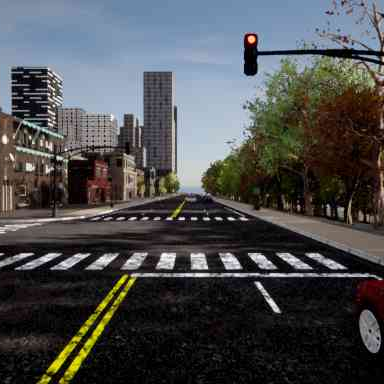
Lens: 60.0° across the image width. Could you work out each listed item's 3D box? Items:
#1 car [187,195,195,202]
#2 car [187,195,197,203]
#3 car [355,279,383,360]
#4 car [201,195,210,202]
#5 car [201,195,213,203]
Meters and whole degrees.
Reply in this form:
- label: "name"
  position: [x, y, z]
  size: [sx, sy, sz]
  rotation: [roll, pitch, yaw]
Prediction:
- label: "car"
  position: [-0.167, 1.469, 77.348]
  size: [1.837, 1.490, 4.892]
  rotation: [0, 0, 0]
- label: "car"
  position: [-0.045, 1.575, 67.309]
  size: [1.895, 1.301, 4.718]
  rotation: [0, 0, 0]
- label: "car"
  position: [3.344, 1.477, 2.928]
  size: [1.882, 1.535, 5.008]
  rotation: [0, 0, 0]
- label: "car"
  position: [3.088, 1.469, 76.289]
  size: [1.837, 1.490, 4.892]
  rotation: [0, 0, 0]
- label: "car"
  position: [3.206, 1.523, 65.794]
  size: [2.033, 1.411, 5.357]
  rotation: [0, 0, 0]
